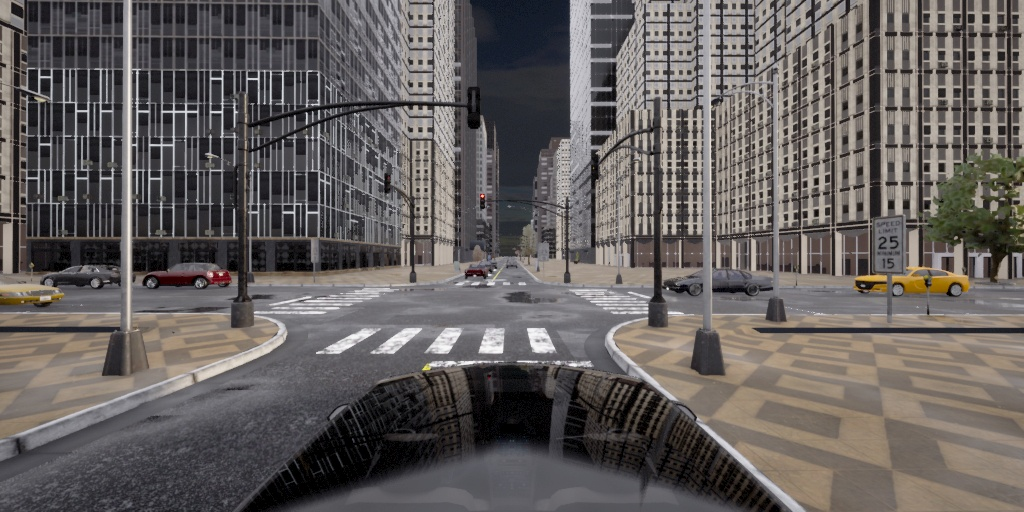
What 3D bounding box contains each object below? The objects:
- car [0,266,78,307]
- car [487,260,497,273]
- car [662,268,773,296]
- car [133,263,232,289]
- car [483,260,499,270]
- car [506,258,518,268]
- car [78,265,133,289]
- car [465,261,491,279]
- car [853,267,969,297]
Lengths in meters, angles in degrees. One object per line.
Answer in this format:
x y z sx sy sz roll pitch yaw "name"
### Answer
-18.922 1.165 12.639 4.829 1.417 1.751 0 0 -1 "car"
-3.185 1.295 43.056 2.033 1.411 5.357 0 0 0 "car"
10.933 1.362 19.107 5.357 1.411 2.033 0 0 -1 "car"
-19.251 1.112 21.273 4.097 1.591 1.967 0 0 -1 "car"
-3.201 1.293 55.404 2.033 1.411 5.357 0 0 0 "car"
-0.022 1.292 60.026 2.033 1.411 5.357 0 0 0 "car"
-24.927 1.189 21.139 4.403 1.370 2.007 0 0 -1 "car"
-3.154 1.350 32.375 1.895 1.301 4.718 0 0 -1 "car"
21.346 1.339 19.304 5.008 1.535 1.882 0 0 -1 "car"
